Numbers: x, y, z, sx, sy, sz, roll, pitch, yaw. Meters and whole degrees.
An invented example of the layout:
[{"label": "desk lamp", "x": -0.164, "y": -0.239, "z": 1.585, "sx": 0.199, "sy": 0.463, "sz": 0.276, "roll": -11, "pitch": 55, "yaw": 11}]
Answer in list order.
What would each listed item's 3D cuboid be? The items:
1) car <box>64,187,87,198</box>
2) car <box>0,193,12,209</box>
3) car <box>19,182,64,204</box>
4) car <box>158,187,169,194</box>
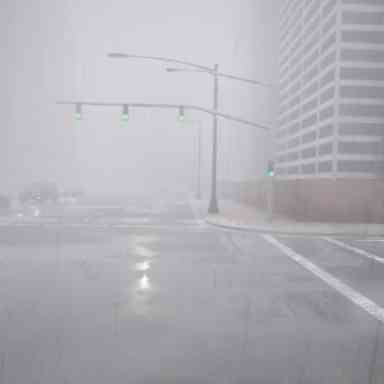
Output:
[{"label": "car", "x": -15.595, "y": 0.070, "z": 44.526, "sx": 2.033, "sy": 1.411, "sz": 5.357, "roll": 1, "pitch": 2, "yaw": -1}, {"label": "car", "x": -15.157, "y": 0.628, "z": 24.502, "sx": 1.994, "sy": 1.385, "sz": 4.181, "roll": 1, "pitch": 2, "yaw": -1}, {"label": "car", "x": -15.380, "y": 0.033, "z": 33.835, "sx": 2.150, "sy": 2.045, "sz": 5.566, "roll": 1, "pitch": 2, "yaw": -1}, {"label": "car", "x": -5.590, "y": -0.323, "z": 65.138, "sx": 1.812, "sy": 1.442, "sz": 4.674, "roll": 1, "pitch": 2, "yaw": -1}]
